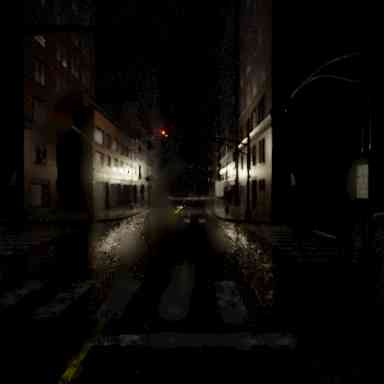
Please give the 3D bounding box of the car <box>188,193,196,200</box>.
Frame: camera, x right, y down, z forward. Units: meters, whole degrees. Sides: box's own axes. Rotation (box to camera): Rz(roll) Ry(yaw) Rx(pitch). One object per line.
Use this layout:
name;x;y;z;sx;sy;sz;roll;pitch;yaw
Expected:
car;-0.035;0.984;72.561;1.812;1.442;4.674;0;0;0

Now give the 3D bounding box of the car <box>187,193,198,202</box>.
car;0.072;1.168;59.072;1.895;1.301;4.718;0;0;0

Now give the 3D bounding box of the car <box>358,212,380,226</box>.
car;12.413;1.382;19.558;4.829;1.417;1.752;0;0;1

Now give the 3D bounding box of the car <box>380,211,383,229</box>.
car;13.117;1.101;16.982;5.566;2.045;2.150;0;0;1
